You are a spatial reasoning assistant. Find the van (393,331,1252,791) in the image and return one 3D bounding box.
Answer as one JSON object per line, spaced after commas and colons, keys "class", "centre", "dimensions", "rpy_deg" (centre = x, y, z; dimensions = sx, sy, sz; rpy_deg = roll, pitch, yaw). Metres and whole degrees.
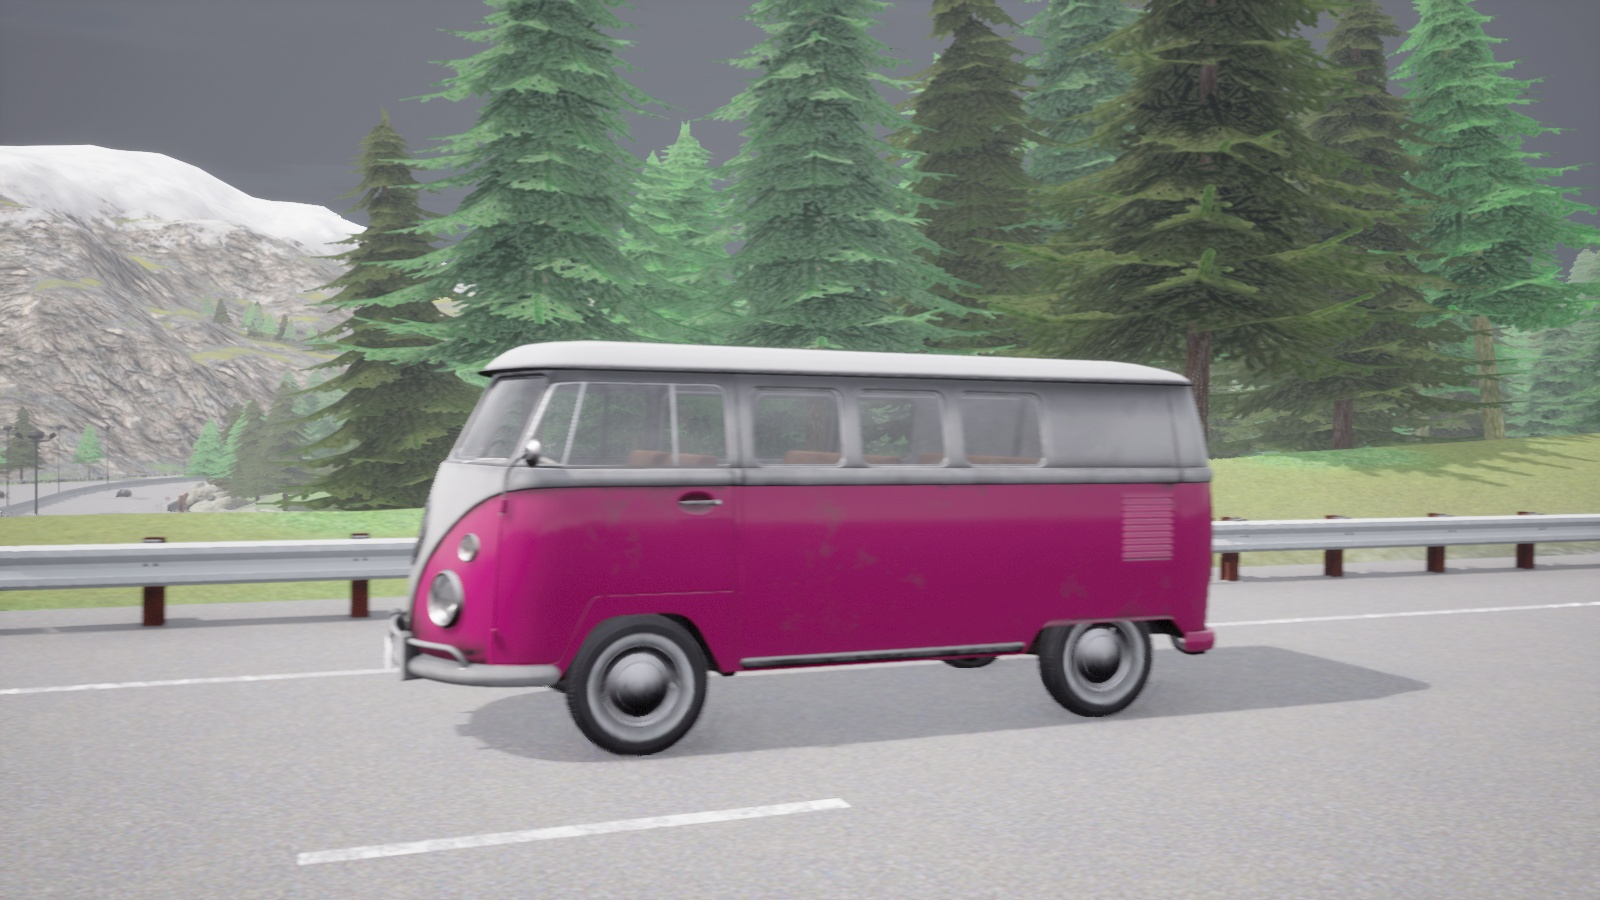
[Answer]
{"class": "van", "centre": [0.119, 0.434, 7.025], "dimensions": [4.442, 1.987, 1.775], "rpy_deg": [-1, 1, -21]}
